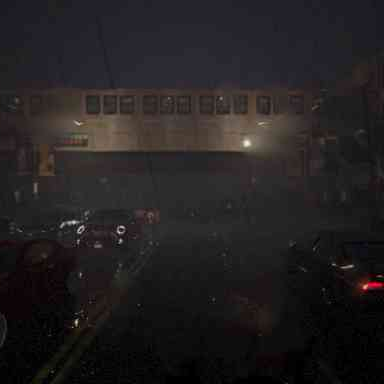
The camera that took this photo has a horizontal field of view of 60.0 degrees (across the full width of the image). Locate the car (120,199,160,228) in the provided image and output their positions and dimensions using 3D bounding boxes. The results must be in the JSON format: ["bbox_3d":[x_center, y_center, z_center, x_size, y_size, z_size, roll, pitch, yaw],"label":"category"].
[{"bbox_3d":[-3.546,1.588,24.288,2.097,1.767,4.553,0,-1,1],"label":"car"}]

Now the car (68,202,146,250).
[{"bbox_3d":[-3.552,1.497,14.912,2.097,1.767,4.553,0,-1,0],"label":"car"}]

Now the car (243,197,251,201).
[{"bbox_3d":[6.686,1.658,44.409,2.435,2.045,5.566,0,-1,0],"label":"car"}]

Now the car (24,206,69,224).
[{"bbox_3d":[-7.043,1.670,16.988,1.837,1.490,4.892,0,-1,1],"label":"car"}]

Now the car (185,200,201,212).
[{"bbox_3d":[0.155,1.939,46.124,2.128,1.511,4.902,0,0,0],"label":"car"}]

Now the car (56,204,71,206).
[{"bbox_3d":[-10.002,1.731,25.785,2.231,1.521,4.892,0,-1,10],"label":"car"}]

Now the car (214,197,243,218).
[{"bbox_3d":[3.555,1.557,34.468,2.150,2.045,5.566,0,0,1],"label":"car"}]

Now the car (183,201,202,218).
[{"bbox_3d":[0.053,1.936,34.556,1.895,1.301,4.718,0,-1,1],"label":"car"}]

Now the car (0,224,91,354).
[{"bbox_3d":[-3.560,1.586,6.124,1.812,1.442,4.674,0,-1,1],"label":"car"}]

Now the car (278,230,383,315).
[{"bbox_3d":[3.601,1.626,7.971,2.033,1.411,5.357,0,-1,0],"label":"car"}]

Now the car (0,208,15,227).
[{"bbox_3d":[-10.038,1.501,15.011,2.185,1.767,4.553,0,-1,0],"label":"car"}]

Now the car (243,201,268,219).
[{"bbox_3d":[6.730,1.953,37.010,1.895,1.301,4.718,0,-1,0],"label":"car"}]
